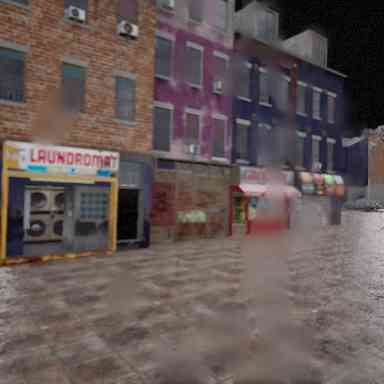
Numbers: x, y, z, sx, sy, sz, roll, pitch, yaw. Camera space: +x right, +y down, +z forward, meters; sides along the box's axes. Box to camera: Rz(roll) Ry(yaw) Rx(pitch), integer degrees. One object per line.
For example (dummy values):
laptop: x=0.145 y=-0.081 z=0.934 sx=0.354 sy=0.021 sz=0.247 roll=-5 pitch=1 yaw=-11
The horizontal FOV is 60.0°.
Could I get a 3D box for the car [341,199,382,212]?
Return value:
car: x=19.918 y=1.621 z=39.708 sx=2.128 sy=1.511 sz=4.902 roll=2 pitch=-2 yaw=-35
